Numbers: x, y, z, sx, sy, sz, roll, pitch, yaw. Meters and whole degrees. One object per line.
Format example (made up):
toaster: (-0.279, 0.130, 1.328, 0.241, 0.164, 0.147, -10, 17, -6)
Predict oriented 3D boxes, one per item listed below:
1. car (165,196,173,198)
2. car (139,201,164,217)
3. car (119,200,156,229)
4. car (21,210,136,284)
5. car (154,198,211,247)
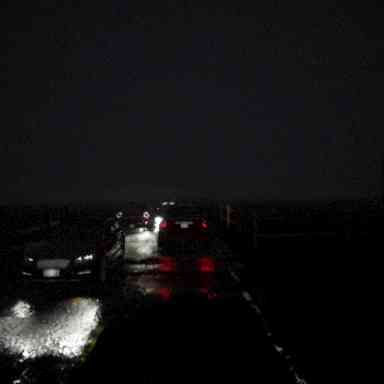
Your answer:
car: (-5.190, 1.528, 74.489, 1.895, 1.301, 4.718, 0, 0, -2)
car: (-3.833, 1.585, 32.195, 1.895, 1.301, 4.718, 0, 0, -1)
car: (-3.509, 1.346, 21.315, 2.097, 1.767, 4.553, 0, 0, -2)
car: (-3.132, 1.499, 9.678, 2.128, 1.511, 4.902, 0, 0, -2)
car: (-0.367, 1.335, 15.071, 2.097, 1.767, 4.553, 0, 0, -2)
